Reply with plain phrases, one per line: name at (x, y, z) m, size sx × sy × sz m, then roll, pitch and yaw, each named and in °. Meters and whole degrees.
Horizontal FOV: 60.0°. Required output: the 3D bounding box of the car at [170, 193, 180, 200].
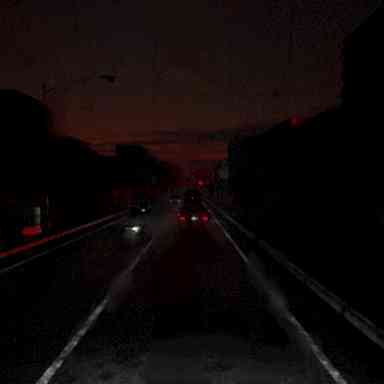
car at (-3.466, 0.883, 69.272) m, size 1.895 × 1.301 × 4.718 m, roll 0°, pitch 1°, yaw 0°

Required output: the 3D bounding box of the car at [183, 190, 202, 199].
car at (0.059, 0.790, 41.626) m, size 2.150 × 2.045 × 5.566 m, roll 0°, pitch 0°, yaw 0°

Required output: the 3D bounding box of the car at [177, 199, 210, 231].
car at (0.096, 1.390, 19.539) m, size 2.033 × 1.411 × 5.357 m, roll 0°, pitch 1°, yaw 0°

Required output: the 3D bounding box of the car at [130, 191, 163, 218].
car at (-3.602, 0.967, 27.425) m, size 2.150 × 2.045 × 5.566 m, roll 0°, pitch 1°, yaw 0°
